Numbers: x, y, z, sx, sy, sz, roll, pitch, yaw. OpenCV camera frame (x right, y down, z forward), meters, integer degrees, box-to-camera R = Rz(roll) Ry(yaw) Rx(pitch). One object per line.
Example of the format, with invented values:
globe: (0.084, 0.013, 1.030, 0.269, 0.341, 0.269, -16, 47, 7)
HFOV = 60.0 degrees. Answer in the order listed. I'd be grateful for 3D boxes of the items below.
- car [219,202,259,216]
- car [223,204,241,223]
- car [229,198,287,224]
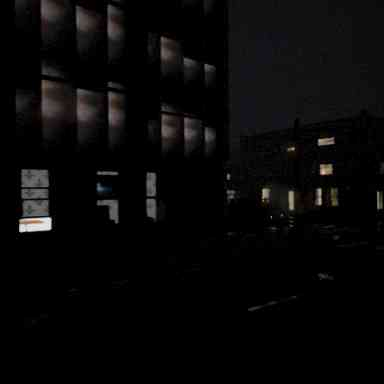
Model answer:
car: (5.374, 1.932, 38.184, 2.008, 1.369, 4.403, -2, 0, -37)
car: (1.745, 1.943, 28.592, 1.947, 1.339, 4.313, -2, 0, -37)
car: (5.362, 1.535, 28.294, 2.150, 2.045, 5.566, -1, -1, -37)
